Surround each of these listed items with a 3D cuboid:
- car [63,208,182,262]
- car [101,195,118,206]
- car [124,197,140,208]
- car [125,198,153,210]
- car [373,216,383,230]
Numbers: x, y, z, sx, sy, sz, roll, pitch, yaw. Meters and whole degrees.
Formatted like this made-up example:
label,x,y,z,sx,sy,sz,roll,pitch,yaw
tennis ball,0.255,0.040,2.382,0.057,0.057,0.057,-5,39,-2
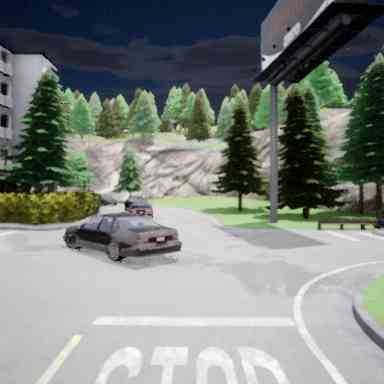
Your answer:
label,x,y,z,sx,sy,sz,roll,pitch,yaw
car,-2.676,1.459,11.769,2.033,1.411,5.357,0,0,-43
car,-12.583,1.284,48.613,1.837,1.490,4.892,0,1,-38
car,-6.243,1.327,36.454,2.128,1.511,4.902,0,0,-20
car,-4.234,1.438,27.762,1.994,1.385,4.181,0,0,-8
car,11.384,1.302,15.297,5.357,1.411,2.033,0,0,-1
